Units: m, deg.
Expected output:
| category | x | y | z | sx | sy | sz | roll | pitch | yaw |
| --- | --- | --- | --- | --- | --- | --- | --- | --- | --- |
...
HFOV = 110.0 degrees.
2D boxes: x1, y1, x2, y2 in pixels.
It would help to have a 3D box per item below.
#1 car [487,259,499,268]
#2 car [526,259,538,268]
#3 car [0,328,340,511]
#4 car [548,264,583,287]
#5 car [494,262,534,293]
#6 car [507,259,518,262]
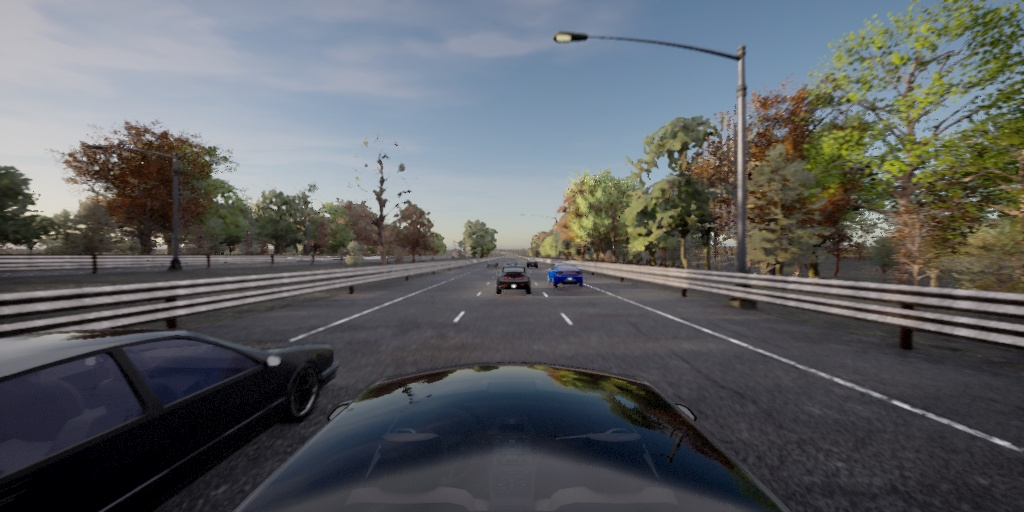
| category | x | y | z | sx | sy | sz | roll | pitch | yaw |
| --- | --- | --- | --- | --- | --- | --- | --- | --- | --- |
| car | -3.413 | 1.346 | 64.785 | 2.128 | 1.511 | 4.902 | 0 | 0 | 0 |
| car | 3.589 | 1.332 | 64.958 | 1.882 | 1.535 | 5.008 | 0 | 0 | 0 |
| car | -3.400 | 1.299 | 2.704 | 2.033 | 1.411 | 5.357 | 0 | 0 | 0 |
| car | 3.595 | 1.267 | 24.711 | 1.882 | 1.535 | 5.008 | 0 | 0 | 0 |
| car | 0.095 | 1.289 | 20.842 | 1.837 | 1.490 | 4.892 | 0 | 0 | 0 |
| car | 0.089 | 1.346 | 64.839 | 2.128 | 1.511 | 4.902 | 0 | 0 | 0 |
